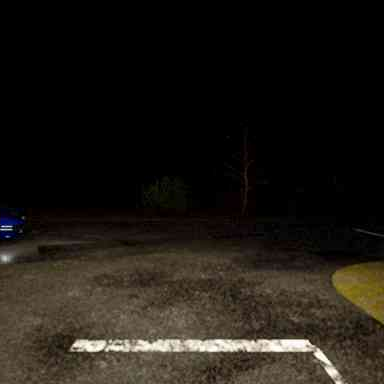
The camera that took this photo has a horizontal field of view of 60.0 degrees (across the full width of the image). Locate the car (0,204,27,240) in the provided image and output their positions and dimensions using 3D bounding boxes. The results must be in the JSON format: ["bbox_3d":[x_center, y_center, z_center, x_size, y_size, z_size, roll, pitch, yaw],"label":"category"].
[{"bbox_3d":[-10.007,1.449,14.614,5.008,1.535,1.882,0,0,-2],"label":"car"}]

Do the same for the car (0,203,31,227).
[{"bbox_3d":[-13.227,1.471,21.524,4.674,1.442,1.812,0,0,-2],"label":"car"}]
